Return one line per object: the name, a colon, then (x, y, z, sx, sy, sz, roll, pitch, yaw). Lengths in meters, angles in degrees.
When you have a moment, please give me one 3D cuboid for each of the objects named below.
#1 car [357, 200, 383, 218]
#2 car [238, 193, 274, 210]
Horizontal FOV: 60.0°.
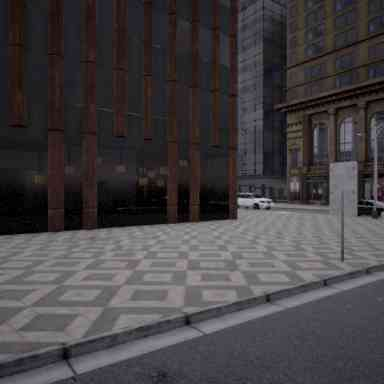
car: (15.427, 1.454, 28.688, 1.837, 1.490, 4.892, 0, 0, -37)
car: (7.241, 1.133, 40.198, 2.150, 2.045, 5.566, 0, 0, -35)
